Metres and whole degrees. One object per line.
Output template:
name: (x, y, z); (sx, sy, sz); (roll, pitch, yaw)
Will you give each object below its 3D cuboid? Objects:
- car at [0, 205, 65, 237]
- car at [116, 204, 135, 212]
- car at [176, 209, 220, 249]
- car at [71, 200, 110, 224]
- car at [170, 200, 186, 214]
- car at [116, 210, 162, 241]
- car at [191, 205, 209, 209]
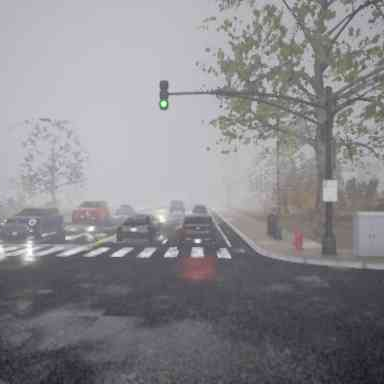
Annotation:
car: (-9.549, 1.709, 20.272); (2.097, 1.767, 4.553); (0, -1, 2)
car: (-8.868, 2.387, 44.721); (1.812, 1.442, 4.674); (0, -1, 2)
car: (0.299, 1.809, 16.110); (1.837, 1.490, 4.892); (0, -1, 1)
car: (-9.260, 1.796, 30.894); (2.150, 2.045, 5.566); (0, -1, 1)
car: (-2.156, 2.221, 50.507); (2.150, 2.045, 5.566); (0, -1, 2)
car: (-2.887, 1.912, 18.771); (1.994, 1.385, 4.181); (0, -1, 1)
car: (0.919, 2.304, 40.093); (1.837, 1.490, 4.892); (0, -1, 2)
